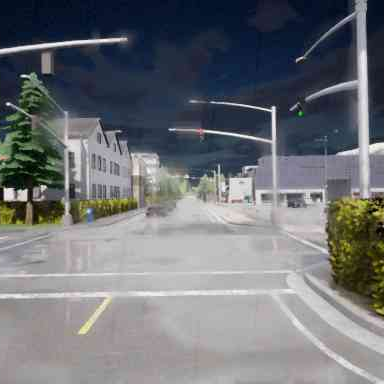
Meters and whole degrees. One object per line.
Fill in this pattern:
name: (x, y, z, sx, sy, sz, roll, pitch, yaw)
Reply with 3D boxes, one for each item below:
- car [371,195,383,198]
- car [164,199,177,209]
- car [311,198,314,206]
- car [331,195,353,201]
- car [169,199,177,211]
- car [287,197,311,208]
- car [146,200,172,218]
car: (19.128, 1.183, 31.253, 1.905, 1.878, 3.866, -1, -1, 0)
car: (-3.523, 1.995, 55.276, 1.837, 1.490, 4.892, -1, -1, 0)
car: (19.092, 1.573, 56.179, 1.970, 1.475, 3.806, -1, -1, 0)
car: (25.507, 1.398, 56.516, 2.152, 1.636, 5.027, -1, -1, 0)
car: (-3.572, 1.885, 44.863, 2.128, 1.511, 4.902, -1, -1, 0)
car: (15.444, 1.629, 49.122, 2.007, 1.523, 4.514, -1, -1, 0)
car: (-3.588, 1.844, 34.567, 2.033, 1.411, 5.357, -1, -1, 0)
